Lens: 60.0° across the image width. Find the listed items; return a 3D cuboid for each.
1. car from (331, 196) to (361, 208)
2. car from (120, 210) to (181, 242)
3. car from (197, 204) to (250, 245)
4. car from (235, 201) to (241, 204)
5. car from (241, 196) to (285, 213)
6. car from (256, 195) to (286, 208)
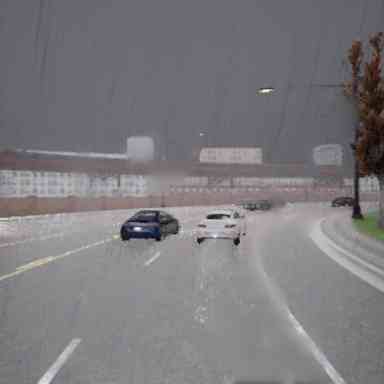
[{"bbox_3d":[20.550,1.355,44.343,4.892,1.490,1.837,-1,-3,-36],"label":"car"},{"bbox_3d":[-1.951,1.595,16.674,1.994,1.385,4.181,-1,0,13],"label":"car"},{"bbox_3d":[1.491,1.537,15.748,1.812,1.442,4.674,-1,0,14],"label":"car"},{"bbox_3d":[8.822,1.665,52.694,4.674,1.442,1.812,0,-1,-39],"label":"car"},{"bbox_3d":[8.237,1.554,37.891,2.033,1.411,5.357,-1,-1,41],"label":"car"},{"bbox_3d":[12.129,1.420,50.891,4.553,1.767,2.097,0,-1,-37],"label":"car"}]
